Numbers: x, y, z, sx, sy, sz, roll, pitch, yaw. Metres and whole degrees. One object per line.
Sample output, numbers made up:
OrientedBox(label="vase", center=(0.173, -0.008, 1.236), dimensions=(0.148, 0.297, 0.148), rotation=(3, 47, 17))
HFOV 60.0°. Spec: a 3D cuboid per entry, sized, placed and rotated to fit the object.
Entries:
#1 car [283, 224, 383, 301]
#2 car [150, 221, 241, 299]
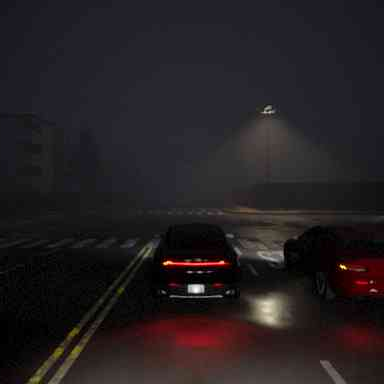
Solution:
OrientedBox(label="car", center=(3.615, 1.525, 8.176), dimensions=(1.812, 1.442, 4.674), rotation=(0, 0, 2))
OrientedBox(label="car", center=(0.062, 1.504, 8.447), dimensions=(1.837, 1.490, 4.892), rotation=(0, 0, 0))
